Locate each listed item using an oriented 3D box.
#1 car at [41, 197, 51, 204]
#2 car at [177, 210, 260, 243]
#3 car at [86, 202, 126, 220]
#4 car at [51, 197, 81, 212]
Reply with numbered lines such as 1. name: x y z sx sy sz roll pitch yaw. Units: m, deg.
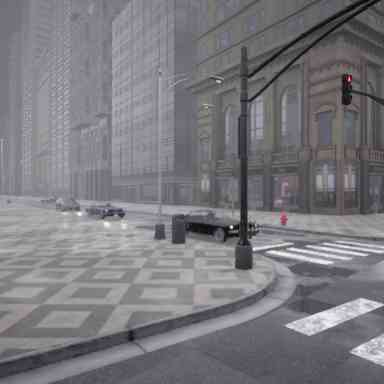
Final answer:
1. car: -25.046 1.447 58.363 1.895 1.301 4.718 0 0 -36
2. car: 1.018 1.556 16.180 1.895 1.301 4.718 0 0 -35
3. car: -7.245 1.517 27.804 1.895 1.301 4.718 0 0 -36
4. car: -13.963 1.387 37.276 1.837 1.490 4.892 0 2 -35
